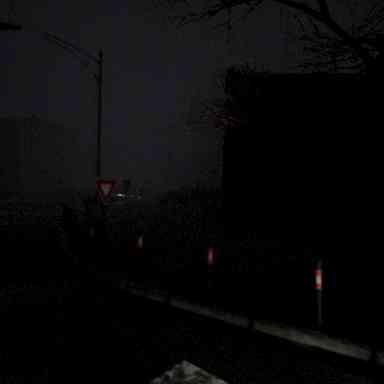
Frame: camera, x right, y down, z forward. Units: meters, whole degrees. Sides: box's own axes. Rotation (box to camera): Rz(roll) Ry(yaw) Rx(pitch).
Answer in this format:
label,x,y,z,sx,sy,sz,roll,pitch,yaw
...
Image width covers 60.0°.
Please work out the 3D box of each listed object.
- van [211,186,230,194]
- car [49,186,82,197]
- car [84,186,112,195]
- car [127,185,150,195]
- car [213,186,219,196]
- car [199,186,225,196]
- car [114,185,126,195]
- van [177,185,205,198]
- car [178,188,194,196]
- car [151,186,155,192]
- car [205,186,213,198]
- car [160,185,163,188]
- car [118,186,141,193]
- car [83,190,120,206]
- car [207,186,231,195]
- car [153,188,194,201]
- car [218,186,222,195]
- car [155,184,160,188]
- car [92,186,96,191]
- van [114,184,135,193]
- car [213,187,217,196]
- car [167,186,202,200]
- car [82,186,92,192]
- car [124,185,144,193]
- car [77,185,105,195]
label,x,y,z,sx,sy,sz,roll,pitch,yaw
van,7.448,-0.498,86.300,4.442,1.987,1.878,2,2,15
car,-21.607,-0.194,55.928,4.553,1.767,2.185,2,2,15
car,-18.740,-0.291,66.587,4.892,1.521,2.231,2,2,15
car,-10.774,-0.258,66.743,2.097,1.767,4.553,2,2,15
car,2.423,0.172,67.516,4.892,1.521,2.231,2,2,15
car,4.630,-0.277,75.677,5.566,2.045,2.435,2,2,15
car,-13.717,-0.154,67.359,1.994,1.385,4.181,2,2,15
van,-0.595,0.192,56.940,4.442,1.987,1.878,2,2,15
car,-1.250,-0.050,71.948,1.882,1.535,5.008,2,2,15
car,-12.891,-0.910,87.847,4.553,1.767,2.185,2,2,15
car,0.981,0.175,62.146,4.553,1.767,2.185,2,2,15
car,-11.467,-0.899,93.176,4.892,1.521,2.231,2,2,15
car,-15.108,-0.605,79.883,5.008,1.535,2.097,2,2,15
car,-10.033,0.809,36.780,1.895,1.301,4.718,2,1,9
car,6.854,-0.458,83.581,5.566,2.045,2.435,2,2,15
car,-2.719,0.602,48.878,4.792,1.488,2.163,2,1,15
car,4.064,0.043,72.828,5.366,1.575,1.946,2,2,15
car,-12.193,-0.842,90.516,4.892,1.521,2.231,2,2,15
car,-20.186,-0.137,61.262,4.674,1.452,2.002,2,2,15
van,-15.711,-0.764,77.184,4.442,1.987,1.878,2,2,15
car,1.710,0.232,64.959,5.008,1.535,2.097,2,2,15
car,-1.222,0.353,54.100,4.553,1.767,2.185,2,2,15
car,-20.918,-0.121,58.605,5.008,1.535,2.097,2,1,15
car,-14.404,-0.792,82.545,4.553,1.767,2.185,2,2,15
car,-19.428,-0.358,63.910,4.553,1.767,2.185,2,2,15
